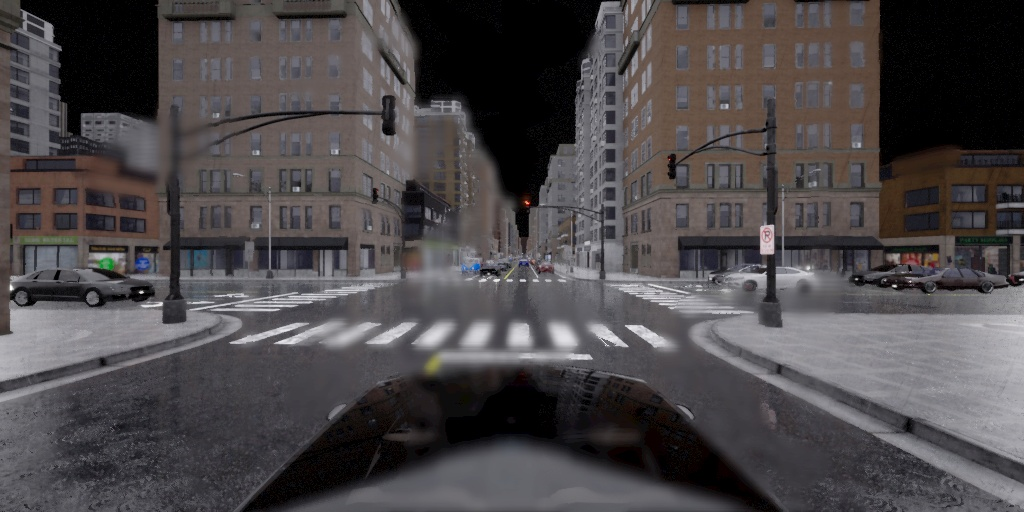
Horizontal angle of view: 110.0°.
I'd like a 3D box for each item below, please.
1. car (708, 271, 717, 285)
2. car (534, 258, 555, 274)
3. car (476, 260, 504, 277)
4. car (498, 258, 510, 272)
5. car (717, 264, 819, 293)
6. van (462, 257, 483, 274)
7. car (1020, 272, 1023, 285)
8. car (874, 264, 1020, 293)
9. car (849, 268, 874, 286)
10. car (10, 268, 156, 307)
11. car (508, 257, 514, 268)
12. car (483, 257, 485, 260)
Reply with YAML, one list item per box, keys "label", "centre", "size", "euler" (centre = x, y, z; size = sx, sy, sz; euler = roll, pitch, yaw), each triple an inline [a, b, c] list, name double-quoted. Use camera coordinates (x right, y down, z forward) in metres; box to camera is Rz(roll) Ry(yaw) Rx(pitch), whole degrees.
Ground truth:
- label: "car"
  centre: [15.666, 1.257, 23.783]
  size: [4.902, 1.511, 2.128]
  euler: [0, 0, 2]
- label: "car"
  centre: [3.850, 1.210, 40.883]
  size: [1.967, 1.591, 4.097]
  euler: [0, 0, 2]
- label: "car"
  centre: [-2.111, 1.366, 35.854]
  size: [1.895, 1.301, 4.718]
  euler: [0, 0, 2]
- label: "car"
  centre: [-1.682, 1.341, 47.415]
  size: [1.994, 1.385, 4.181]
  euler: [0, 0, 3]
- label: "car"
  centre: [14.787, 1.291, 20.556]
  size: [4.674, 1.442, 1.812]
  euler: [0, 0, 3]
- label: "van"
  centre: [-4.671, 1.111, 41.175]
  size: [1.690, 1.789, 3.998]
  euler: [0, 0, 2]
- label: "car"
  centre: [35.065, 1.360, 23.204]
  size: [4.181, 1.385, 1.994]
  euler: [0, 0, 2]
- label: "car"
  centre: [24.374, 1.326, 20.275]
  size: [5.357, 1.411, 2.033]
  euler: [0, 0, 2]
- label: "car"
  centre: [25.083, 1.284, 23.506]
  size: [4.892, 1.490, 1.837]
  euler: [0, 0, 2]
- label: "car"
  centre: [-17.632, 1.239, 14.806]
  size: [4.892, 1.490, 1.837]
  euler: [0, 0, 2]
- label: "car"
  centre: [-1.236, 1.145, 59.899]
  size: [2.097, 1.767, 4.553]
  euler: [0, 0, 3]
- label: "car"
  centre: [-4.479, 1.091, 46.695]
  size: [2.192, 1.841, 5.009]
  euler: [0, 0, 2]
